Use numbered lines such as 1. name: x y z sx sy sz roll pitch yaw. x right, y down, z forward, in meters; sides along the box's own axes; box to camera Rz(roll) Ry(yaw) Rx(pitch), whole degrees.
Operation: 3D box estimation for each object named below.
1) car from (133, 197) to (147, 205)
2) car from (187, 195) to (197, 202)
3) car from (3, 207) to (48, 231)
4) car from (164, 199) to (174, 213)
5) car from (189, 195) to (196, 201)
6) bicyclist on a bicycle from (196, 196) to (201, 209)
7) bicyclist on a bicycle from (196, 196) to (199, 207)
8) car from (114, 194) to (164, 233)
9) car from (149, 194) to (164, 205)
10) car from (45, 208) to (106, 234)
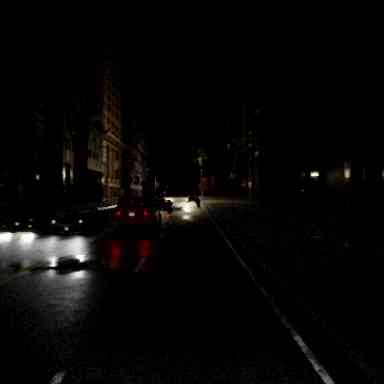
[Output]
1. car: -9.738 1.710 62.589 1.895 1.301 4.718 0 0 0
2. car: 0.027 1.591 76.796 1.837 1.490 4.892 0 0 0
3. car: -9.841 1.606 20.710 1.994 1.385 4.181 0 0 0
4. car: -3.138 1.561 37.842 2.128 1.511 4.902 0 0 0
5. car: 0.032 1.537 89.857 1.882 1.535 5.008 0 0 0
6. bicyclist on a bicycle: 0.912 1.533 45.519 0.582 1.620 1.656 0 0 0
7. bicyclist on a bicycle: 0.915 1.545 54.520 0.582 1.620 1.656 0 0 0
8. car: -3.142 1.261 20.009 2.150 2.045 5.566 0 0 0
9. car: -6.496 1.327 61.556 2.150 2.045 5.566 0 0 0
10. car: -6.593 1.640 19.723 1.895 1.301 4.718 0 0 0
